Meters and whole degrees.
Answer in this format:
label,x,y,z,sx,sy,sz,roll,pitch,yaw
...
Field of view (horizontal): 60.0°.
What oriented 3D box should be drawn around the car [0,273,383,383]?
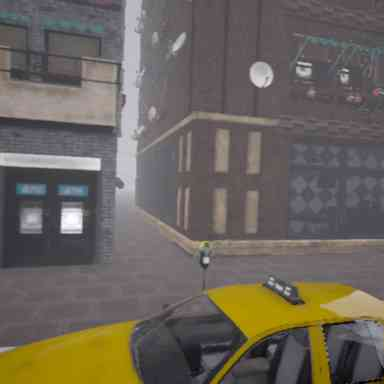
label,x,y,z,sx,sy,sz,roll,pitch,yaw
car,0.530,1.461,2.896,4.829,1.417,1.752,1,2,-16
